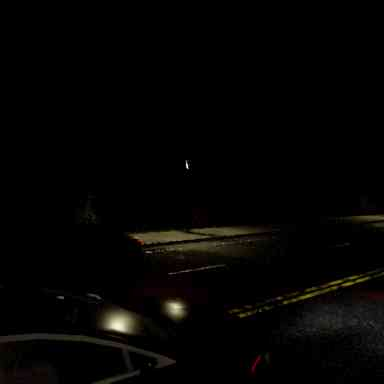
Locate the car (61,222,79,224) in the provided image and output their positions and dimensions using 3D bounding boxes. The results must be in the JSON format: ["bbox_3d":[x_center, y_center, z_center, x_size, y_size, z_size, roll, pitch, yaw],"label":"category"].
[{"bbox_3d":[-3.445,1.564,9.213,4.181,1.385,1.994,0,0,-35],"label":"car"}]

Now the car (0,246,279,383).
[{"bbox_3d":[-1.413,1.492,2.429,4.902,1.511,2.128,0,0,-36],"label":"car"}]

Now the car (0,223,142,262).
[{"bbox_3d":[-3.376,1.477,5.269,5.008,1.535,1.882,0,0,-35],"label":"car"}]
